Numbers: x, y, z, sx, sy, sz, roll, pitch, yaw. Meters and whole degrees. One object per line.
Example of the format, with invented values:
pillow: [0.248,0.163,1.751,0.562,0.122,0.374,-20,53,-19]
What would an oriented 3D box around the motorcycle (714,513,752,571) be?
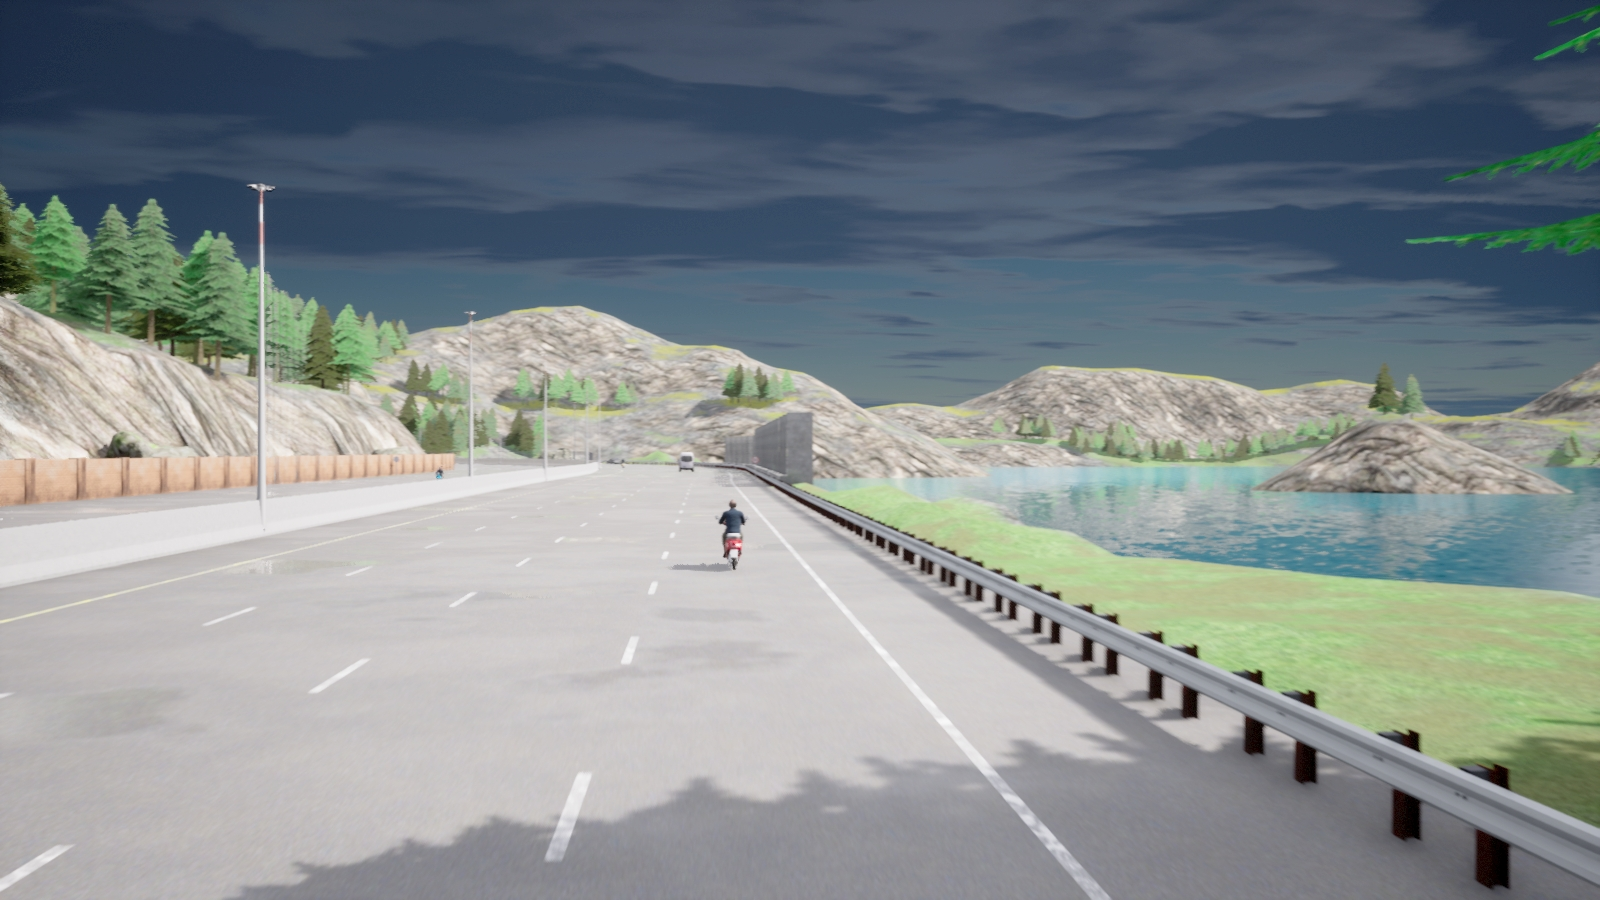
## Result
motorcycle: [-1.627,2.197,27.638,0.856,1.236,1.805,0,0,-5]
